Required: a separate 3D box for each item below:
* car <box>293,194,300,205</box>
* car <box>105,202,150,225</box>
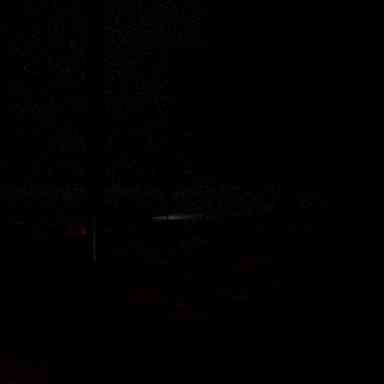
[{"bbox_3d":[18.010,1.264,60.539,2.150,2.045,5.566,3,1,30],"label":"car"},{"bbox_3d":[-5.099,1.469,24.086,2.128,1.511,4.902,3,2,35],"label":"car"}]
